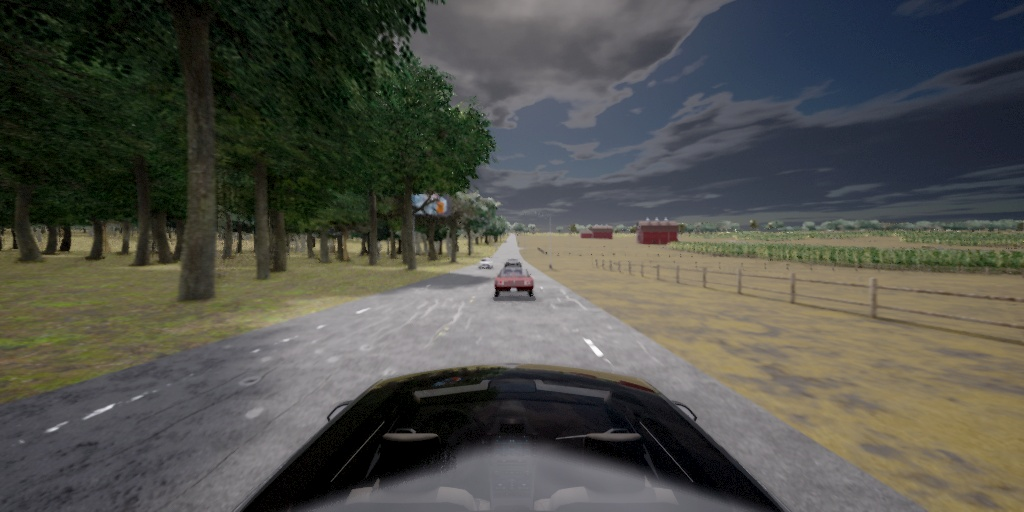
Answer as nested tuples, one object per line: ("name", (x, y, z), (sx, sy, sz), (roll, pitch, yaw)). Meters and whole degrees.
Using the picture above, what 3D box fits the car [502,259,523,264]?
("car", (0.087, 1.050, 36.887), (1.837, 1.490, 4.892), (0, 0, 0))

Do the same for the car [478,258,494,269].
("car", (-3.514, 0.999, 49.256), (1.812, 1.442, 4.674), (0, 0, 0))

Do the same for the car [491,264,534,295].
("car", (0.095, 1.251, 18.557), (1.895, 1.301, 4.718), (0, 0, 0))
